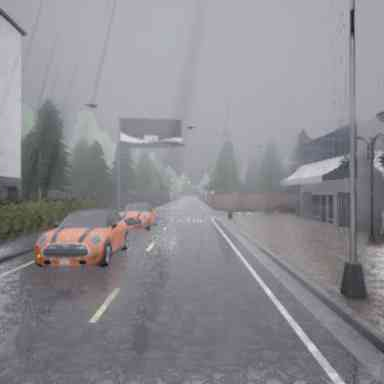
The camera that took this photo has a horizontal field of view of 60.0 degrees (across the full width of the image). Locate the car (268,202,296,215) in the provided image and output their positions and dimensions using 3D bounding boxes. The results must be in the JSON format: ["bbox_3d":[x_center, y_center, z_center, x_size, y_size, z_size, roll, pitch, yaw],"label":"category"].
[{"bbox_3d":[10.983,1.858,38.000,5.008,1.535,1.882,0,0,1],"label":"car"}]

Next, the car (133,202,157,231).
[{"bbox_3d":[-3.557,1.469,21.684,2.097,1.767,4.553,0,0,0],"label":"car"}]

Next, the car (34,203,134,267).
[{"bbox_3d":[-3.591,1.415,11.632,2.097,1.767,4.553,0,0,0],"label":"car"}]
